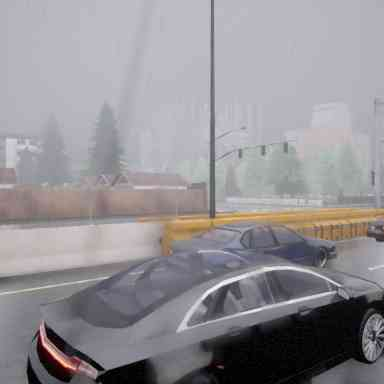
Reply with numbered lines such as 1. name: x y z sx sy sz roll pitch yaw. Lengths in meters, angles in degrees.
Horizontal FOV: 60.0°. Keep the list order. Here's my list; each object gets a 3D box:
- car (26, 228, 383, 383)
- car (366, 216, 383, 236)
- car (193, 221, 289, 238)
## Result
1. car: 0.649 1.492 4.200 4.902 1.511 2.128 0 0 -35
2. car: 10.050 1.547 15.156 5.357 1.411 2.033 0 0 -35
3. car: 1.845 1.547 9.344 5.357 1.411 2.033 0 0 -35
